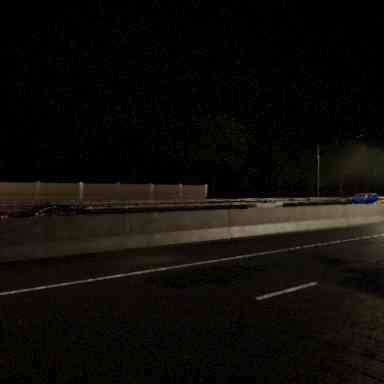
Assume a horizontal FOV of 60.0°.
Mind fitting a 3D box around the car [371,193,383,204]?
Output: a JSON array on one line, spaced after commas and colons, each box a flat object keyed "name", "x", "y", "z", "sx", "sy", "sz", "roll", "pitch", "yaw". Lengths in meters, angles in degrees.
[{"name": "car", "x": 26.325, "y": 1.358, "z": 44.201, "sx": 4.553, "sy": 1.767, "sz": 2.097, "roll": 0, "pitch": 0, "yaw": -35}]

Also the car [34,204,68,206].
[{"name": "car", "x": -8.243, "y": 1.506, "z": 19.606, "sx": 4.892, "sy": 1.490, "sz": 1.837, "roll": 0, "pitch": 0, "yaw": -35}]

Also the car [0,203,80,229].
[{"name": "car", "x": -10.214, "y": 1.527, "z": 22.500, "sx": 4.674, "sy": 1.442, "sz": 1.812, "roll": 0, "pitch": 0, "yaw": -35}]

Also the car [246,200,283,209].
[{"name": "car", "x": 8.816, "y": 1.602, "z": 40.350, "sx": 4.718, "sy": 1.301, "sz": 1.895, "roll": 0, "pitch": 0, "yaw": -35}]

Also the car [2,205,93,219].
[{"name": "car", "x": -6.579, "y": 1.548, "z": 16.496, "sx": 5.357, "sy": 1.411, "sz": 2.033, "roll": 0, "pitch": 0, "yaw": -35}]

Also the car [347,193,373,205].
[{"name": "car", "x": 24.269, "y": 1.226, "z": 47.025, "sx": 5.566, "sy": 2.045, "sz": 2.150, "roll": 0, "pitch": 0, "yaw": -35}]
